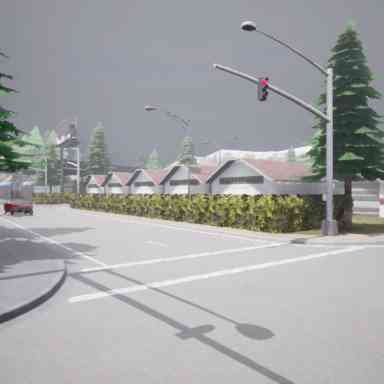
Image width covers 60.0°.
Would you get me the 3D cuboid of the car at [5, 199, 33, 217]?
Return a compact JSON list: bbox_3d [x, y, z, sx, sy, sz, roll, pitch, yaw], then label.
[{"bbox_3d":[-16.616,1.397,31.873,1.882,1.535,5.008,0,0,-37],"label":"car"}]
